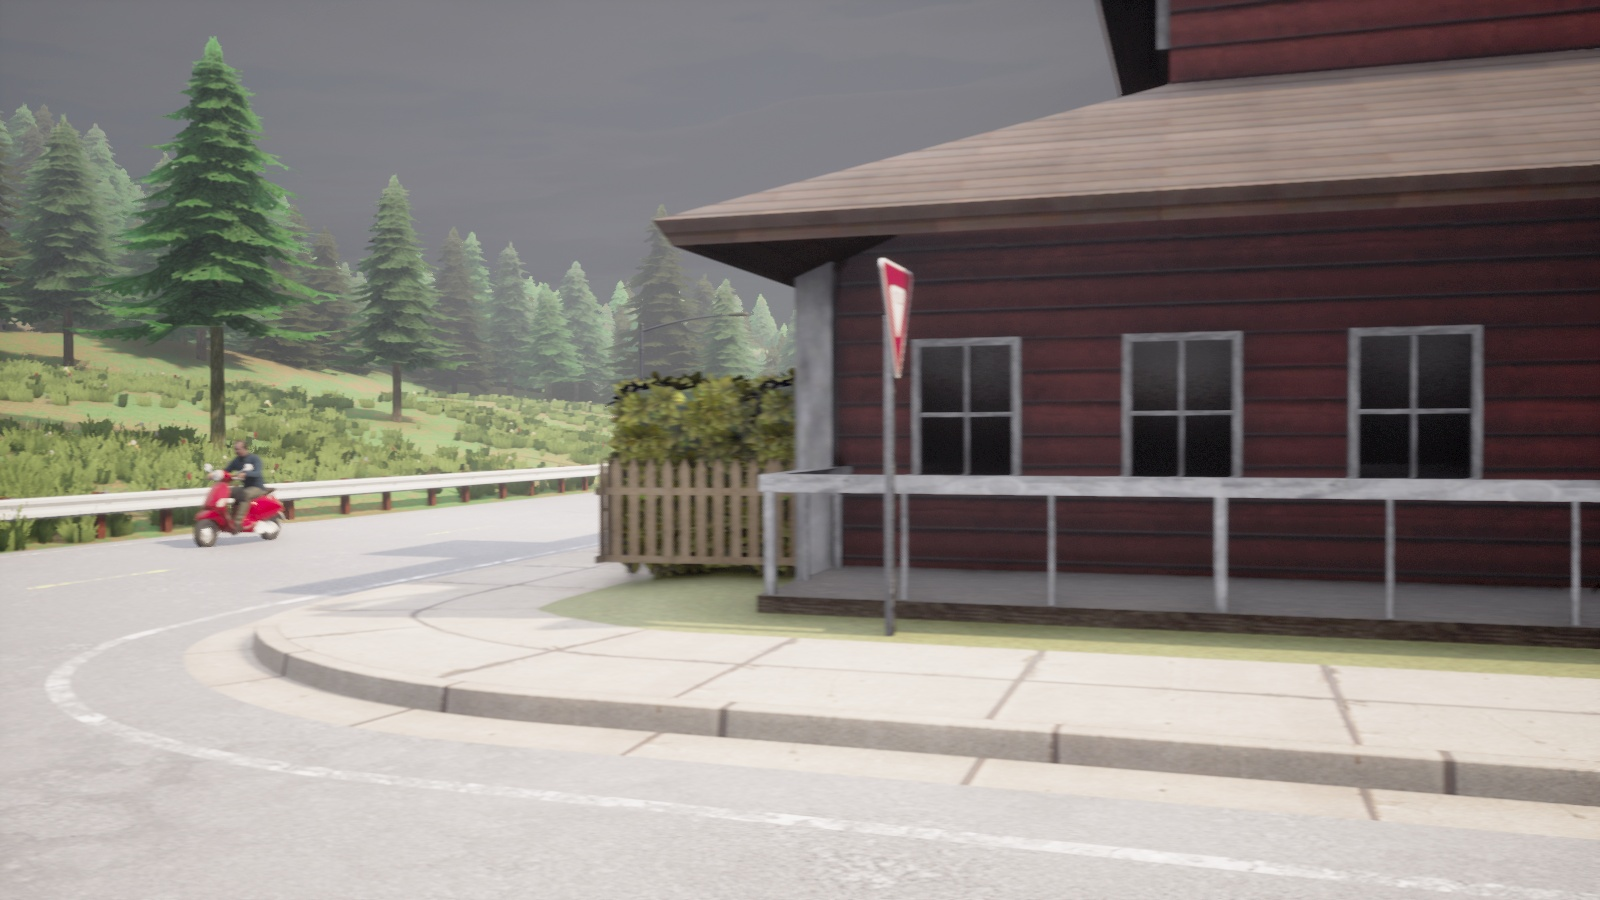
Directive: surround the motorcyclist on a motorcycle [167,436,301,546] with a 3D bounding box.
[{"bbox_3d":[-8.598,0.581,19.156,0.866,1.590,1.817,1,1,18],"label":"motorcyclist on a motorcycle"}]
